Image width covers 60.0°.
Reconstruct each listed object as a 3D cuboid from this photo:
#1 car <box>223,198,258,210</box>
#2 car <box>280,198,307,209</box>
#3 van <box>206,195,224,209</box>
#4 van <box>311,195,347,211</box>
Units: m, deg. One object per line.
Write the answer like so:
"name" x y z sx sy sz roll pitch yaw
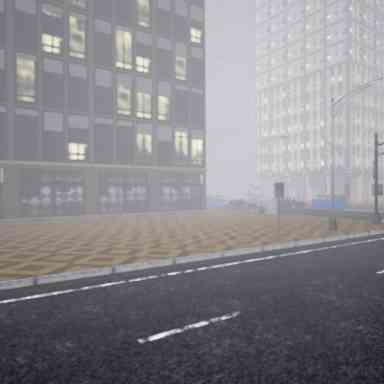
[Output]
"car" 6.380 1.466 42.216 1.994 1.385 4.181 0 1 -34
"car" 12.697 1.418 43.254 1.887 1.381 4.507 0 0 -34
"van" 2.635 1.248 43.129 1.690 1.788 3.998 0 0 -34
"van" 15.876 1.239 38.717 1.690 1.788 3.998 0 0 -34
